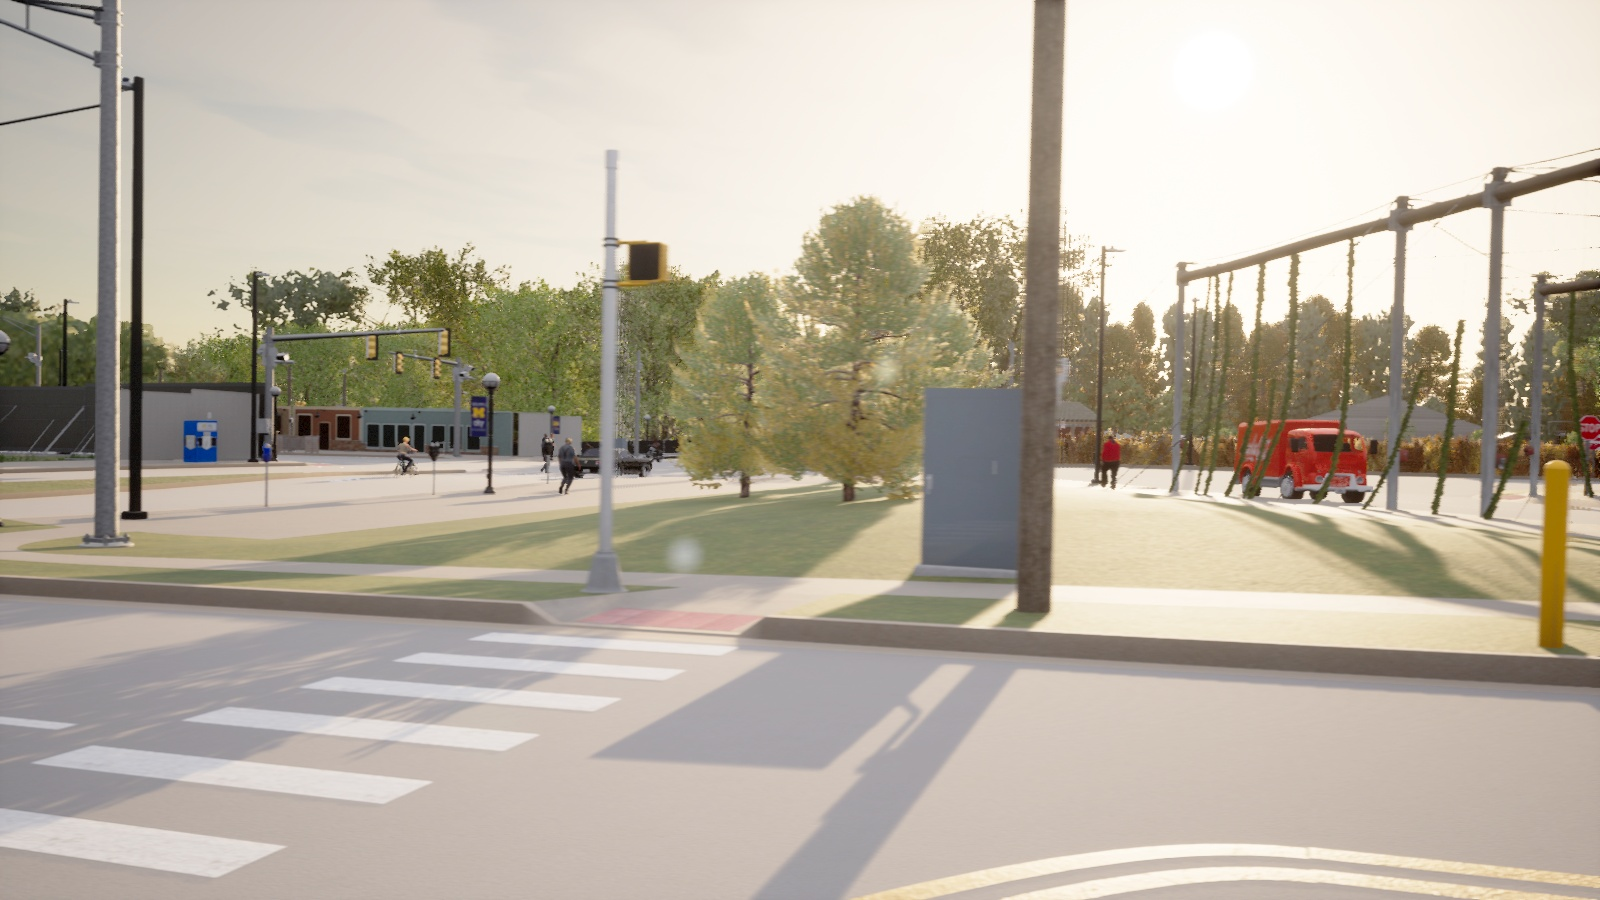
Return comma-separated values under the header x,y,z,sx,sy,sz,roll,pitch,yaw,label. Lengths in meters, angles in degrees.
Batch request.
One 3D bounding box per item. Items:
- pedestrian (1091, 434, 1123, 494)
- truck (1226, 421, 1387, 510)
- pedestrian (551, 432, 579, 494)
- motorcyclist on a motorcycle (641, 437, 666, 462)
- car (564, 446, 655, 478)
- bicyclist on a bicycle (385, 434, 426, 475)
x,y,z,sx,sy,sz,roll,pitch,yaw,label
9.679,0.432,39.627,0.634,1.844,0.899,2,1,-7,pedestrian
15.285,0.443,38.295,2.627,2.467,5.204,1,0,-1,truck
-7.141,0.389,38.199,0.540,1.848,0.694,2,2,15,pedestrian
-9.863,-0.007,84.624,0.766,1.649,2.350,1,-1,18,motorcyclist on a motorcycle
-8.189,0.513,54.399,1.895,1.301,4.718,1,0,20,car
-15.674,0.177,49.928,0.866,1.612,1.509,2,0,15,bicyclist on a bicycle
